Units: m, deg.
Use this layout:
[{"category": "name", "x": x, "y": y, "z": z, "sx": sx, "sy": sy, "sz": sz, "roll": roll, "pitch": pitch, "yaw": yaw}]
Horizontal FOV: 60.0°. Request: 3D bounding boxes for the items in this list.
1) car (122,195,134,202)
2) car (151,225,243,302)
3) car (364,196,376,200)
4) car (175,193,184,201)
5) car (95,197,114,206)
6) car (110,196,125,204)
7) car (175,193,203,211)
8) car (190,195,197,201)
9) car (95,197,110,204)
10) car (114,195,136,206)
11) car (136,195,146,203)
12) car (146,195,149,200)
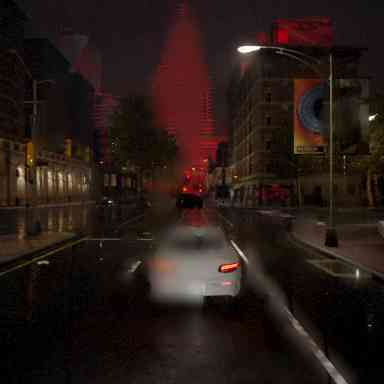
[{"category": "car", "x": -14.665, "y": 1.501, "z": 76.791, "sx": 1.882, "sy": 1.535, "sz": 5.008, "roll": 0, "pitch": 0, "yaw": 0}, {"category": "car", "x": 0.112, "y": 1.528, "z": 8.174, "sx": 1.812, "sy": 1.442, "sz": 4.674, "roll": 0, "pitch": 0, "yaw": 1}, {"category": "car", "x": 34.742, "y": 1.502, "z": 68.084, "sx": 2.231, "sy": 1.521, "sz": 4.892, "roll": 0, "pitch": 0, "yaw": 0}, {"category": "car", "x": -3.122, "y": 1.244, "z": 86.500, "sx": 2.150, "sy": 2.045, "sz": 5.566, "roll": 0, "pitch": 0, "yaw": 0}, {"category": "car", "x": -14.836, "y": 1.564, "z": 56.838, "sx": 2.033, "sy": 1.411, "sz": 5.357, "roll": 0, "pitch": 0, "yaw": 0}, {"category": "car", "x": -14.727, "y": 1.525, "z": 66.377, "sx": 1.837, "sy": 1.490, "sz": 4.892, "roll": 0, "pitch": 0, "yaw": 1}, {"category": "car", "x": -0.311, "y": 1.234, "z": 41.708, "sx": 2.150, "sy": 2.045, "sz": 5.566, "roll": 1, "pitch": 0, "yaw": 19}, {"category": "car", "x": 0.378, "y": 1.519, "z": 86.455, "sx": 1.837, "sy": 1.490, "sz": 4.892, "roll": 0, "pitch": 0, "yaw": 0}, {"category": "car", "x": -17.958, "y": 1.615, "z": 66.921, "sx": 1.895, "sy": 1.301, "sz": 4.718, "roll": 0, "pitch": 0, "yaw": 0}, {"category": "car", "x": -11.337, "y": 1.495, "z": 56.774, "sx": 1.882, "sy": 1.535, "sz": 5.008, "roll": 0, "pitch": 0, "yaw": 0}, {"category": "car", "x": -11.229, "y": 1.567, "z": 66.587, "sx": 2.033, "sy": 1.411, "sz": 5.357, "roll": 0, "pitch": 0, "yaw": 1}, {"category": "car", "x": -11.165, "y": 1.378, "z": 76.807, "sx": 2.097, "sy": 1.767, "sz": 4.553, "roll": 0, "pitch": 0, "yaw": 0}]
